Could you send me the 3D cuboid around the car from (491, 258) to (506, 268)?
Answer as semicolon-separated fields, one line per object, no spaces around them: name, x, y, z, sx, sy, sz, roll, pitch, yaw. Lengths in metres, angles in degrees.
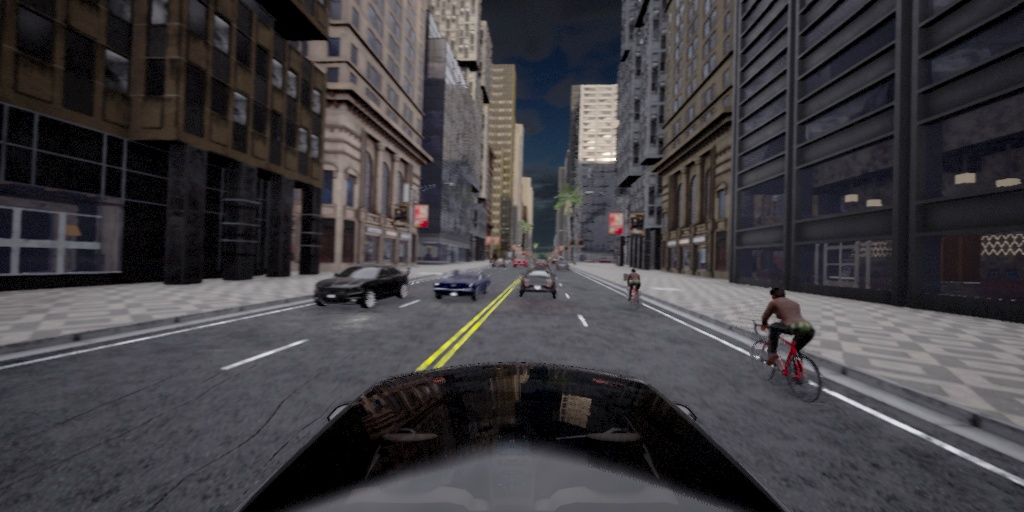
car;-2.044;1.105;56.767;1.812;1.442;4.674;2;0;5

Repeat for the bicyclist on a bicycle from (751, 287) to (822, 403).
bicyclist on a bicycle;4.315;1.334;5.725;0.582;1.620;1.656;2;0;5

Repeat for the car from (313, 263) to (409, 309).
car;-5.732;1.059;14.279;1.882;1.535;5.008;2;0;5

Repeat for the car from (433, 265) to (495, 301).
car;-2.238;1.285;17.064;1.895;1.301;4.718;2;0;5

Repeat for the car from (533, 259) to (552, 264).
car;4.083;1.140;50.402;2.097;1.767;4.553;2;0;5

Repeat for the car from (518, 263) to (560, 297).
car;1.407;1.317;19.193;1.812;1.442;4.674;2;0;5

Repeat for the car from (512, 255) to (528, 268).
car;1.348;0.895;58.204;2.150;2.045;5.566;2;0;6

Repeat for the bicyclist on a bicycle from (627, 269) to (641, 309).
bicyclist on a bicycle;5.113;1.357;15.063;0.582;1.620;1.656;2;0;5

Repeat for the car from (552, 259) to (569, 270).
car;7.734;1.368;55.192;2.128;1.511;4.902;2;0;5
